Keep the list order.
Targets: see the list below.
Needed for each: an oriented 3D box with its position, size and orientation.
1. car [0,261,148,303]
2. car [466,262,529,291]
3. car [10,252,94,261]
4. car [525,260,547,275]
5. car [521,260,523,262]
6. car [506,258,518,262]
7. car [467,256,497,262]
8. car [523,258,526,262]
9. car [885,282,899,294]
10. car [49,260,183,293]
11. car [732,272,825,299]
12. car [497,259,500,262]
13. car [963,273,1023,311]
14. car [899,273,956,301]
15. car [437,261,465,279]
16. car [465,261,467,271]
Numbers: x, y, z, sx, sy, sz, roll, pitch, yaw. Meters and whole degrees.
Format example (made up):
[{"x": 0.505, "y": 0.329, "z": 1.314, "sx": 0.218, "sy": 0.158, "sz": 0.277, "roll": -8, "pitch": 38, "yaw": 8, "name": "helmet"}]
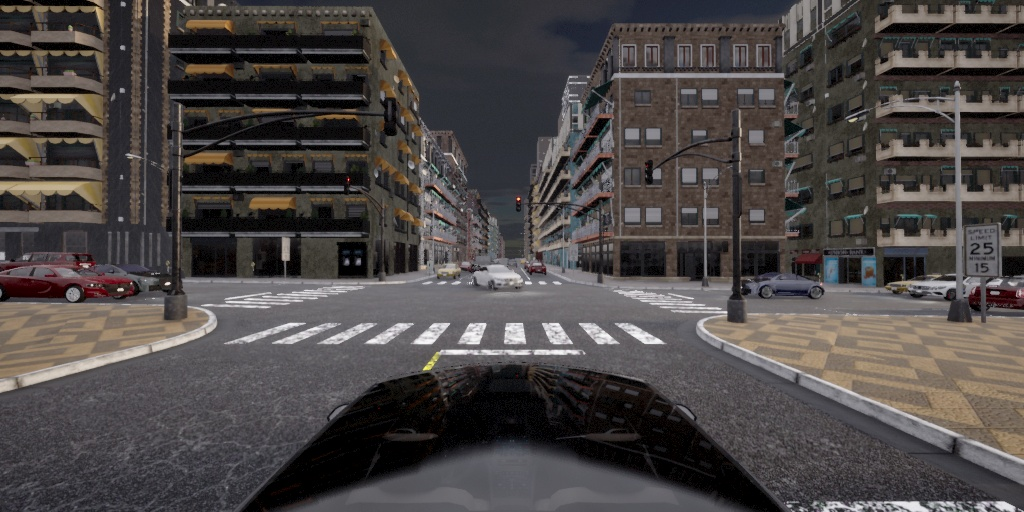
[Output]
[{"x": -17.260, "y": 1.011, "z": 13.716, "sx": 4.507, "sy": 1.381, "sz": 1.888, "roll": 0, "pitch": 0, "yaw": 0, "name": "car"}, {"x": -1.056, "y": 1.280, "z": 22.318, "sx": 1.812, "sy": 1.442, "sz": 4.674, "roll": -1, "pitch": 0, "yaw": -27, "name": "car"}, {"x": -28.642, "y": 0.686, "z": 22.013, "sx": 5.009, "sy": 1.841, "sz": 2.192, "roll": 0, "pitch": 0, "yaw": 0, "name": "car"}, {"x": 2.699, "y": 1.305, "z": 38.364, "sx": 1.888, "sy": 1.381, "sz": 4.507, "roll": 0, "pitch": 0, "yaw": 0, "name": "car"}, {"x": 2.702, "y": 1.348, "z": 54.934, "sx": 1.802, "sy": 1.307, "sz": 4.207, "roll": 0, "pitch": 0, "yaw": 0, "name": "car"}, {"x": 0.014, "y": 1.261, "z": 63.793, "sx": 2.128, "sy": 1.511, "sz": 4.902, "roll": 0, "pitch": 0, "yaw": 0, "name": "car"}, {"x": -3.096, "y": 0.980, "z": 38.388, "sx": 2.150, "sy": 2.045, "sz": 5.566, "roll": 0, "pitch": 0, "yaw": 0, "name": "car"}, {"x": 2.700, "y": 1.201, "z": 43.888, "sx": 1.967, "sy": 1.591, "sz": 4.097, "roll": 0, "pitch": 0, "yaw": 0, "name": "car"}, {"x": 26.251, "y": 1.756, "z": 22.384, "sx": 4.829, "sy": 1.417, "sz": 1.751, "roll": 0, "pitch": 0, "yaw": 0, "name": "car"}, {"x": -17.674, "y": 1.049, "z": 16.307, "sx": 4.181, "sy": 1.385, "sz": 1.994, "roll": 1, "pitch": -1, "yaw": -1, "name": "car"}, {"x": 14.573, "y": 1.584, "z": 19.748, "sx": 4.181, "sy": 1.385, "sz": 1.994, "roll": 1, "pitch": -1, "yaw": -1, "name": "car"}, {"x": -3.060, "y": 1.275, "z": 60.350, "sx": 1.837, "sy": 1.490, "sz": 4.892, "roll": 0, "pitch": -1, "yaw": 0, "name": "car"}, {"x": 20.837, "y": 1.501, "z": 14.030, "sx": 4.097, "sy": 1.591, "sz": 1.967, "roll": 0, "pitch": 0, "yaw": 0, "name": "car"}, {"x": 24.837, "y": 1.706, "z": 19.822, "sx": 4.674, "sy": 1.442, "sz": 1.812, "roll": 1, "pitch": -1, "yaw": 0, "name": "car"}, {"x": -5.683, "y": 1.283, "z": 32.686, "sx": 1.751, "sy": 1.417, "sz": 4.829, "roll": 0, "pitch": 0, "yaw": 0, "name": "car"}, {"x": -5.681, "y": 1.306, "z": 43.903, "sx": 1.888, "sy": 1.381, "sz": 4.507, "roll": 0, "pitch": 0, "yaw": 0, "name": "car"}]
